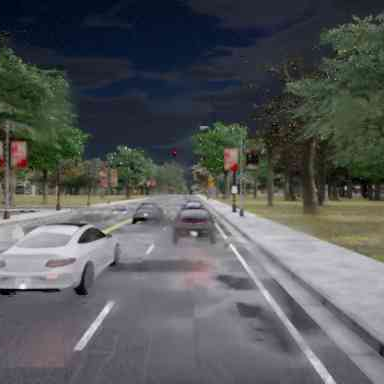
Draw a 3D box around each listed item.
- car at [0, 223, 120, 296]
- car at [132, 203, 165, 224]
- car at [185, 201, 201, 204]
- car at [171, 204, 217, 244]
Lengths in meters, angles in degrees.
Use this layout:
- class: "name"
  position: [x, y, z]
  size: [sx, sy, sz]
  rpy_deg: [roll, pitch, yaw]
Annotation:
- class: "car"
  position: [-3.146, 1.511, 8.499]
  size: [1.812, 1.442, 4.674]
  rpy_deg: [0, 0, 0]
- class: "car"
  position: [-3.143, 1.523, 24.547]
  size: [1.994, 1.385, 4.181]
  rpy_deg: [0, 0, 0]
- class: "car"
  position: [0.108, 1.479, 29.063]
  size: [1.812, 1.442, 4.674]
  rpy_deg: [0, 0, 0]
- class: "car"
  position: [0.100, 1.473, 15.620]
  size: [1.837, 1.490, 4.892]
  rpy_deg: [0, -1, 0]
